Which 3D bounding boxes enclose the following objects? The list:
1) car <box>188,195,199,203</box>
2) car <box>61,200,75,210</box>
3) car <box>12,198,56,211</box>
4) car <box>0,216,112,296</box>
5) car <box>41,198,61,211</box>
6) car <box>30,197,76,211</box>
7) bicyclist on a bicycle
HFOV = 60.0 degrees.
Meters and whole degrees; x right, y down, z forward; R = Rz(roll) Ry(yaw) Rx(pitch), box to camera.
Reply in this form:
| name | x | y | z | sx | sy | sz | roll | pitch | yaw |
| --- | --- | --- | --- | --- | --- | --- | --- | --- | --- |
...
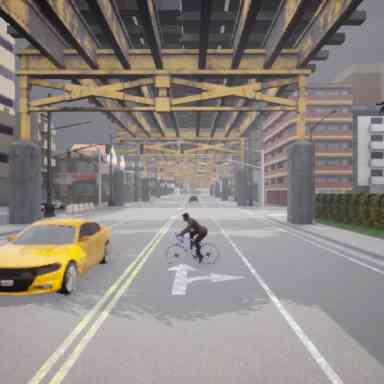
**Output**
| name | x | y | z | sx | sy | sz | roll | pitch | yaw |
| --- | --- | --- | --- | --- | --- | --- | --- | --- | --- |
| car | 0.347 | 1.489 | 71.231 | 1.837 | 1.490 | 4.892 | 0 | 0 | 0 |
| car | -16.617 | 1.295 | 39.823 | 4.536 | 1.218 | 1.853 | 0 | 0 | -20 |
| car | -16.963 | 1.295 | 35.705 | 4.536 | 1.218 | 1.853 | 0 | 0 | 25 |
| car | -3.553 | 1.477 | 8.910 | 1.882 | 1.535 | 5.008 | 0 | 0 | 0 |
| car | -16.916 | 1.453 | 35.683 | 4.974 | 1.542 | 2.038 | 0 | 0 | 25 |
| car | -16.569 | 1.453 | 39.840 | 4.974 | 1.542 | 2.038 | 0 | 0 | -20 |
| bicyclist on a bicycle | -0.002 | 1.453 | 10.153 | 1.656 | 1.620 | 0.582 | -2 | 0 | 0 |
